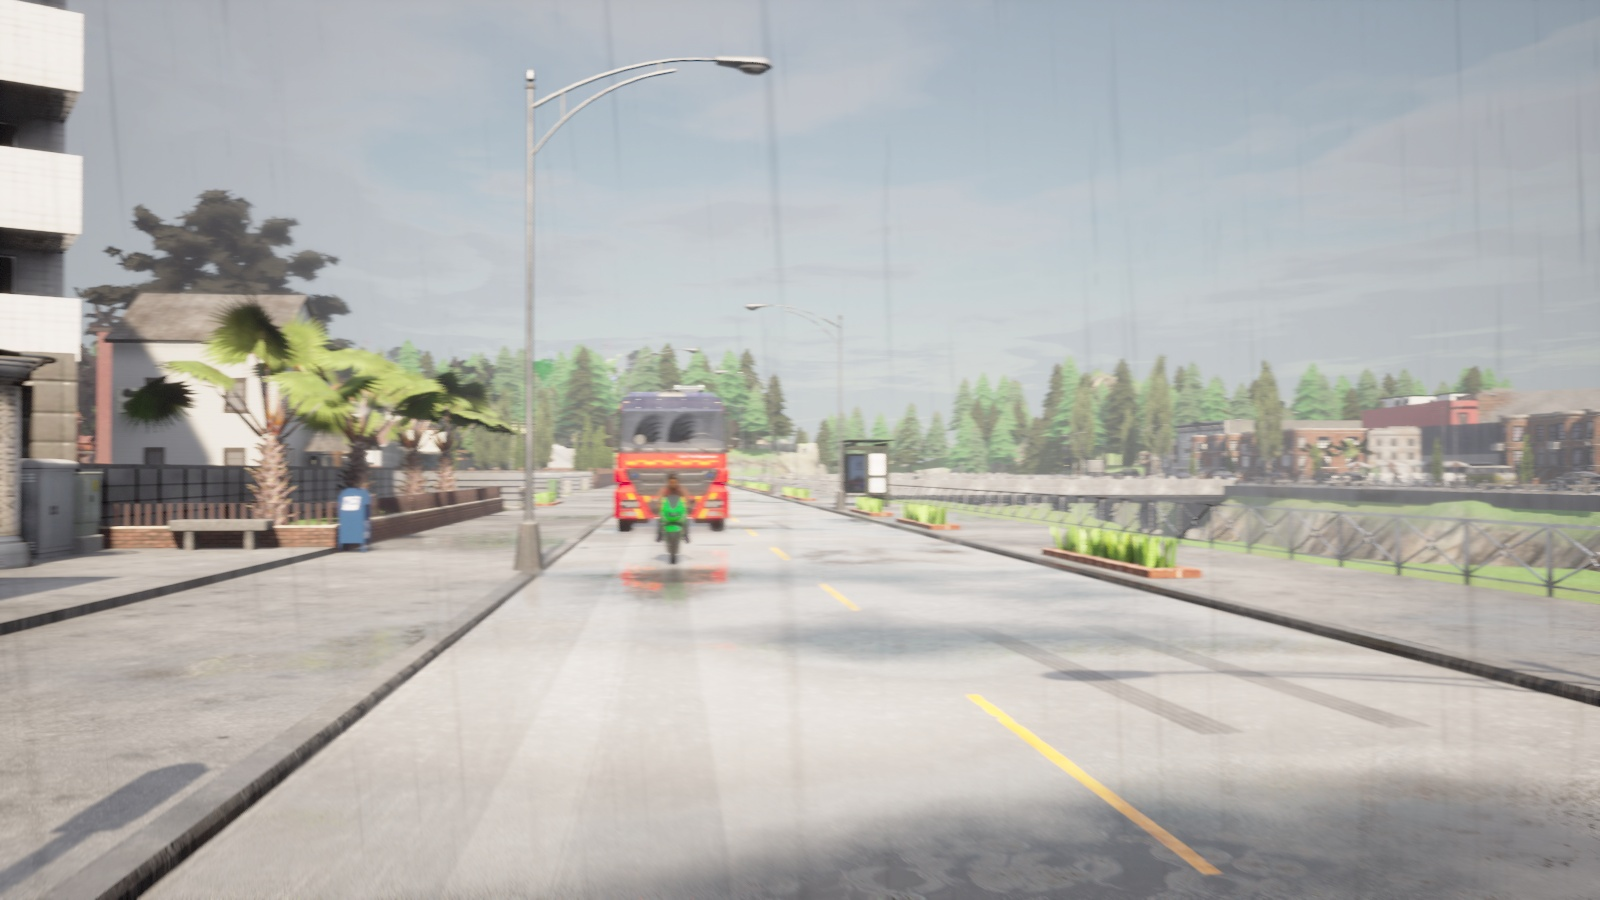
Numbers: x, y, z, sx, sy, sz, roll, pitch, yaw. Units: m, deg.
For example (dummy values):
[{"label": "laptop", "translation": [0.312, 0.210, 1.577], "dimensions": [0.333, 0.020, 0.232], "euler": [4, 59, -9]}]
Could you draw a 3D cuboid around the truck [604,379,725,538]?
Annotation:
[{"label": "truck", "translation": [-3.758, 0.268, 34.738], "dimensions": [2.891, 3.827, 8.468], "euler": [0, -1, -6]}]

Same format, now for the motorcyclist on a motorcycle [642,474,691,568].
[{"label": "motorcyclist on a motorcycle", "translation": [-2.292, 1.180, 21.528], "dimensions": [0.797, 1.523, 2.044], "euler": [0, -1, -6]}]
